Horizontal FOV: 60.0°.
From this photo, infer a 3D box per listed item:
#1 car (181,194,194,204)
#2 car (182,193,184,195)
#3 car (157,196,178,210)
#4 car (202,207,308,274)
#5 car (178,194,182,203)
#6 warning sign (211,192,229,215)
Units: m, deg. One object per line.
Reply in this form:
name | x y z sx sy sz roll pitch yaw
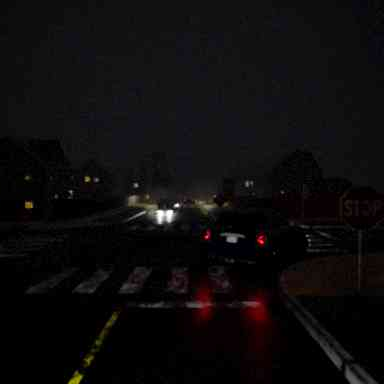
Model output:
car | -0.534 1.491 58.428 1.895 1.301 4.718 0 0 0
car | -0.750 1.496 68.252 1.994 1.385 4.181 0 0 -2
car | -3.164 1.363 40.328 2.128 1.511 4.902 0 0 -1
car | 2.187 1.301 10.811 2.097 1.767 4.553 1 0 31
car | -3.389 1.502 61.654 1.895 1.301 4.718 0 0 -1
warning sign | 2.396 1.005 28.630 1.300 1.860 1.060 2 2 -1
